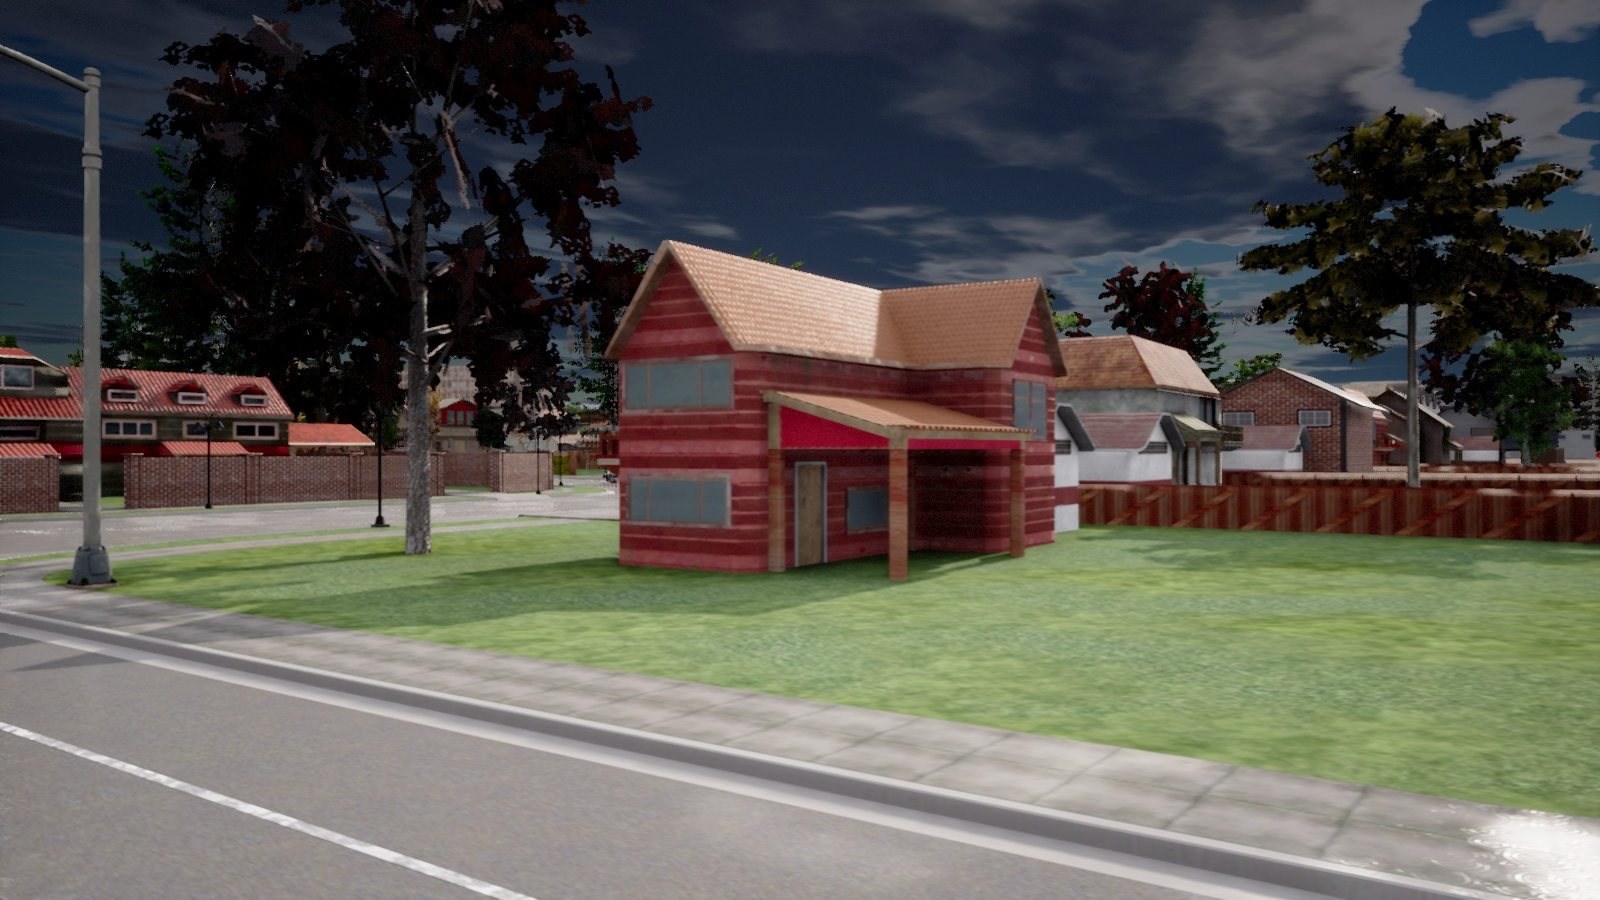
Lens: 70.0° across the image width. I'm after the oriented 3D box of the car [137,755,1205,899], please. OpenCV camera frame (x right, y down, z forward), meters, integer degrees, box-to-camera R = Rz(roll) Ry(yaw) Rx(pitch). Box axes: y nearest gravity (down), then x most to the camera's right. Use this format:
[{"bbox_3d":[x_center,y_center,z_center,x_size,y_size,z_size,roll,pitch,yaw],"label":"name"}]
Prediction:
[{"bbox_3d":[0.602,2.106,2.781,5.357,1.411,2.033,0,0,39],"label":"car"}]
